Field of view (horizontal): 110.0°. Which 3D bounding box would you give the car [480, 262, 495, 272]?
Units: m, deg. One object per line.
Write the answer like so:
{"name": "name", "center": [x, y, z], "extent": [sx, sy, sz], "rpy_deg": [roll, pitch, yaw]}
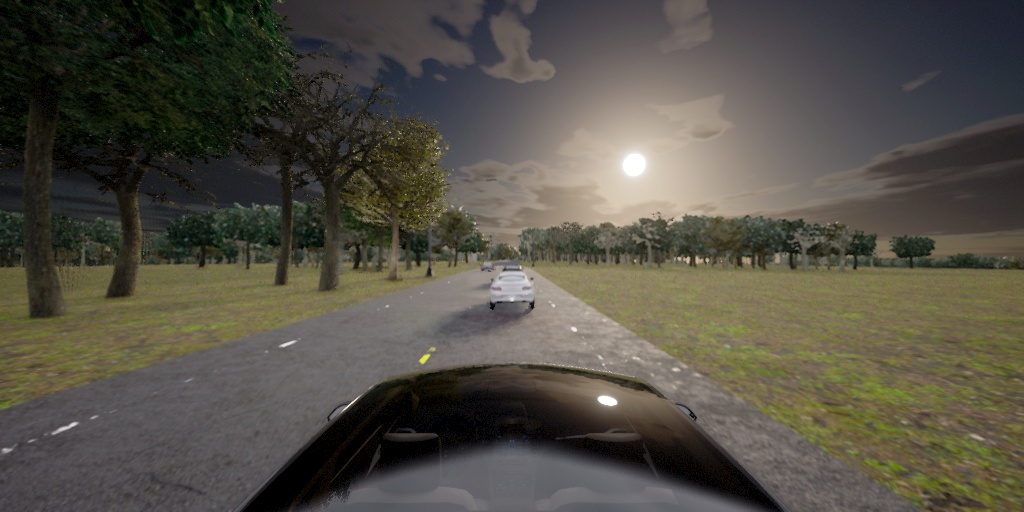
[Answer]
{"name": "car", "center": [-3.499, 1.559, 52.156], "extent": [1.812, 1.442, 4.674], "rpy_deg": [0, 0, 0]}

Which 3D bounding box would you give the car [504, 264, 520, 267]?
{"name": "car", "center": [0.048, 1.434, 30.313], "extent": [2.128, 1.511, 4.902], "rpy_deg": [0, 0, 0]}

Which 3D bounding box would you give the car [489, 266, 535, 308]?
{"name": "car", "center": [0.014, 1.376, 15.702], "extent": [1.812, 1.442, 4.674], "rpy_deg": [-1, 0, 0]}
